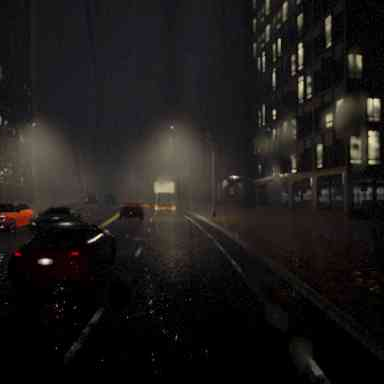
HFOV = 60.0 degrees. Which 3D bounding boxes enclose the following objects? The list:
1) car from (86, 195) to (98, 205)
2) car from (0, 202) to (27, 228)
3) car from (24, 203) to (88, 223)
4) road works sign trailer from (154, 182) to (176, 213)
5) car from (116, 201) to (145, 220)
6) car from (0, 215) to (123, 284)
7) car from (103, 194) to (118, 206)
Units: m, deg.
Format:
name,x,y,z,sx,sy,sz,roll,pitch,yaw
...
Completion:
name,x,y,z,sx,sy,sz,roll,pitch,yaw
car,-18.349,1.427,61.022,2.097,1.767,4.553,0,0,-15
car,-10.821,1.380,19.126,2.097,1.767,4.553,0,0,-5
car,-7.529,1.555,18.907,1.812,1.442,4.674,0,0,-5
road works sign trailer,-3.170,0.530,38.032,2.380,3.560,2.880,0,0,-11
car,-5.104,1.523,28.633,1.882,1.535,5.008,0,0,-7
car,-3.467,1.581,9.684,1.994,1.385,4.181,0,0,-2
car,-14.408,1.304,58.876,2.150,2.045,5.566,0,0,-14
